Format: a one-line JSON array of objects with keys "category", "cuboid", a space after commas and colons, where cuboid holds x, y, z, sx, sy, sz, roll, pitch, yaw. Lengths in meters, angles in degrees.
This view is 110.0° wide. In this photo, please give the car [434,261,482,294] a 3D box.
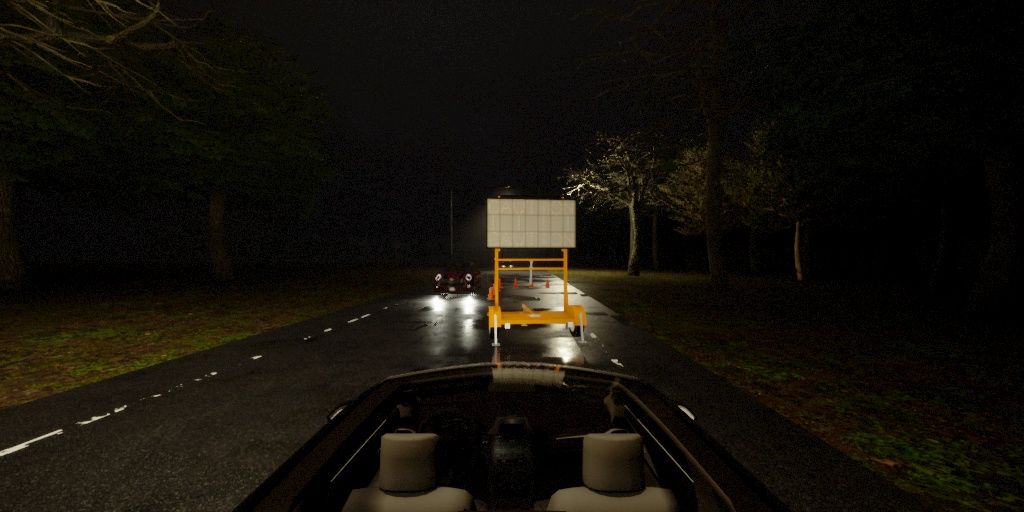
[{"category": "car", "cuboid": [-2.956, 1.101, 20.357, 2.097, 1.767, 4.553, 0, 0, 2]}]

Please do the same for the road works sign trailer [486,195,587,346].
[{"category": "road works sign trailer", "cuboid": [0.490, 0.212, 9.520, 2.380, 3.560, 2.880, 0, 0, -6]}]
